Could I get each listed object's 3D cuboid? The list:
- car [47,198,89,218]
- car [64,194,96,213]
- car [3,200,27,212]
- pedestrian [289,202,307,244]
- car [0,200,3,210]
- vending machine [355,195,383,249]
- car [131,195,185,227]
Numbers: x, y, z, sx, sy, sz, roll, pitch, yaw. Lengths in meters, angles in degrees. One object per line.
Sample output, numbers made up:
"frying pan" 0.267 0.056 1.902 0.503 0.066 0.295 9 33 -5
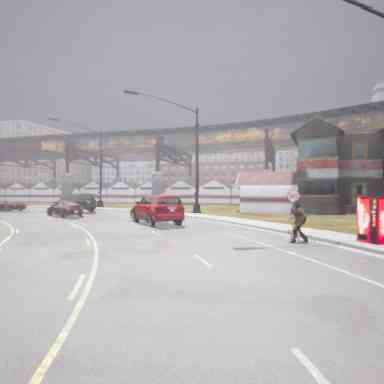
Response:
"car" -11.404 1.519 29.804 1.812 1.442 4.674 0 -1 -44
"car" -12.543 1.211 35.701 5.566 2.045 2.150 0 0 42
"car" -21.458 1.591 38.445 4.718 1.301 1.895 0 0 26
"pedestrian" 4.563 1.290 14.335 0.375 1.860 0.375 0 0 -16
"car" -11.311 1.347 17.189 2.097 1.767 4.553 0 0 -25
"vending machine" 7.509 1.192 13.697 1.100 2.100 0.880 0 0 -15
"car" -2.455 1.217 22.954 2.150 2.045 5.566 0 0 -27
